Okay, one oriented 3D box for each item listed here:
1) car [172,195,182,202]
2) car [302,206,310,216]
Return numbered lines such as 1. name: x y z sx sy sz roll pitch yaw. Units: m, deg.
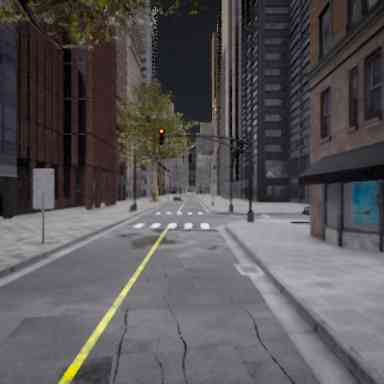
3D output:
1. car: -2.968 1.368 68.737 2.033 1.411 5.357 0 0 0
2. car: 11.538 1.406 26.307 5.357 1.411 2.033 0 0 0
